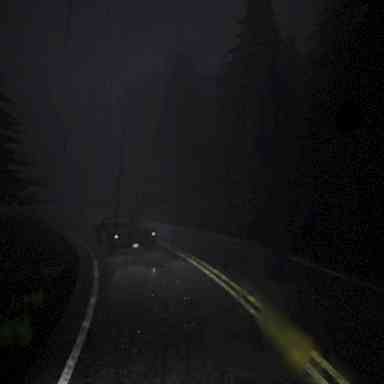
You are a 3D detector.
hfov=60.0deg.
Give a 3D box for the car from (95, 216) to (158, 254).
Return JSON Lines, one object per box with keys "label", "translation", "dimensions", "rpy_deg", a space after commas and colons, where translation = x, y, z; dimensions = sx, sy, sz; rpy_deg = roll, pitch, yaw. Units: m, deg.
{"label": "car", "translation": [-3.027, 1.764, 14.688], "dimensions": [1.895, 1.301, 4.718], "rpy_deg": [-2, 0, -24]}
